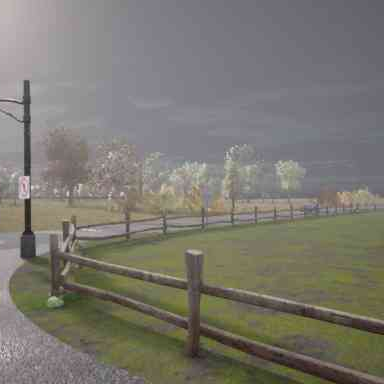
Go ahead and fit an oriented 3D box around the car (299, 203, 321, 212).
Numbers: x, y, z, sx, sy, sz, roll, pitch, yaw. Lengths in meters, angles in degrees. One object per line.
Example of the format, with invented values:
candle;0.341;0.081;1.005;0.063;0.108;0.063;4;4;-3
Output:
car;18.928;2.449;52.965;2.033;1.411;5.357;-1;-2;40
